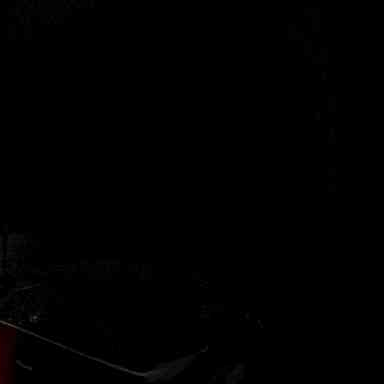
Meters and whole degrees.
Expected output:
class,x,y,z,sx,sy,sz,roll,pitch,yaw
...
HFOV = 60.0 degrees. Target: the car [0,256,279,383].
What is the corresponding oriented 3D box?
class,x,y,z,sx,sy,sz,roll,pitch,yaw
car,-1.247,1.461,3.700,4.097,1.590,1.967,0,0,35
